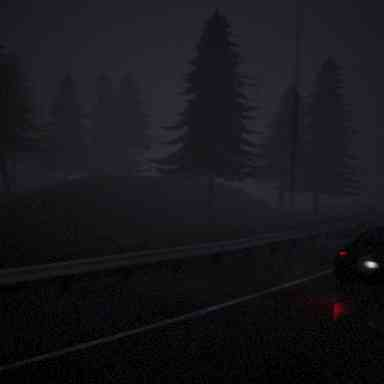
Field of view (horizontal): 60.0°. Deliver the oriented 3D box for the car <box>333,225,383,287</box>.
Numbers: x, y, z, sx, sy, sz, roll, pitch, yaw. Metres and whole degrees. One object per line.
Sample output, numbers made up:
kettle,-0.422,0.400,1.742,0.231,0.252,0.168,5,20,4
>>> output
car,5.407,1.570,8.671,4.181,1.385,1.994,0,0,-43
